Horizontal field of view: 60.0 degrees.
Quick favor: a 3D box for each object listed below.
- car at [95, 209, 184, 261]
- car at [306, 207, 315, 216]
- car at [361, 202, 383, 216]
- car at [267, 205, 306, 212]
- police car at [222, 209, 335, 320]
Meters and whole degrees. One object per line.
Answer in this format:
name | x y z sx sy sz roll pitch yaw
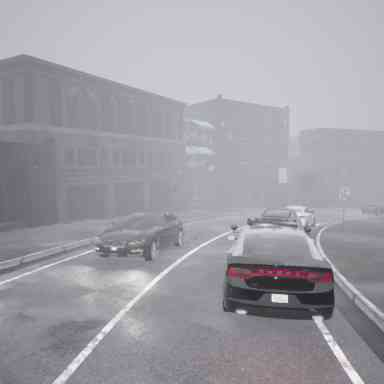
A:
car | -1.680 1.434 12.228 1.837 1.490 4.892 1 0 16
car | 6.860 1.607 21.756 1.812 1.442 4.674 2 1 29
car | 22.140 1.991 39.579 4.902 1.511 2.128 2 3 -33
car | 4.437 1.543 16.613 1.837 1.490 4.892 2 0 22
police car | 1.817 1.432 7.637 1.930 1.638 5.238 1 0 10
